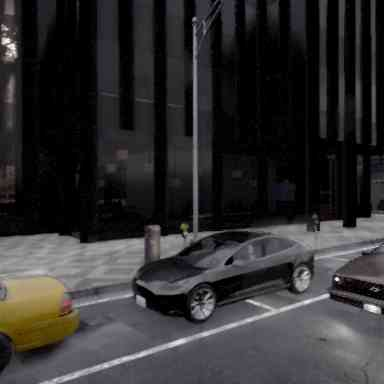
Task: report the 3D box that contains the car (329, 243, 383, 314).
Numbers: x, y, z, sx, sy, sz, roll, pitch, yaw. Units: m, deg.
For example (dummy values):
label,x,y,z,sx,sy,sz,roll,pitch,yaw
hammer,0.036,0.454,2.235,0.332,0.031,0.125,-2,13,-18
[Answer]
label,x,y,z,sx,sy,sz,roll,pitch,yaw
car,5.151,1.535,7.051,5.357,1.411,2.033,0,0,-35

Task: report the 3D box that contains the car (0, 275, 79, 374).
label,x,y,z,sx,sy,sz,roll,pitch,yaw
car,-3.866,1.527,3.780,4.829,1.417,1.752,0,0,-35

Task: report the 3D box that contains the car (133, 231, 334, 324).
label,x,y,z,sx,sy,sz,roll,pitch,yaw
car,0.872,1.558,7.159,4.313,1.339,1.947,0,0,-35
